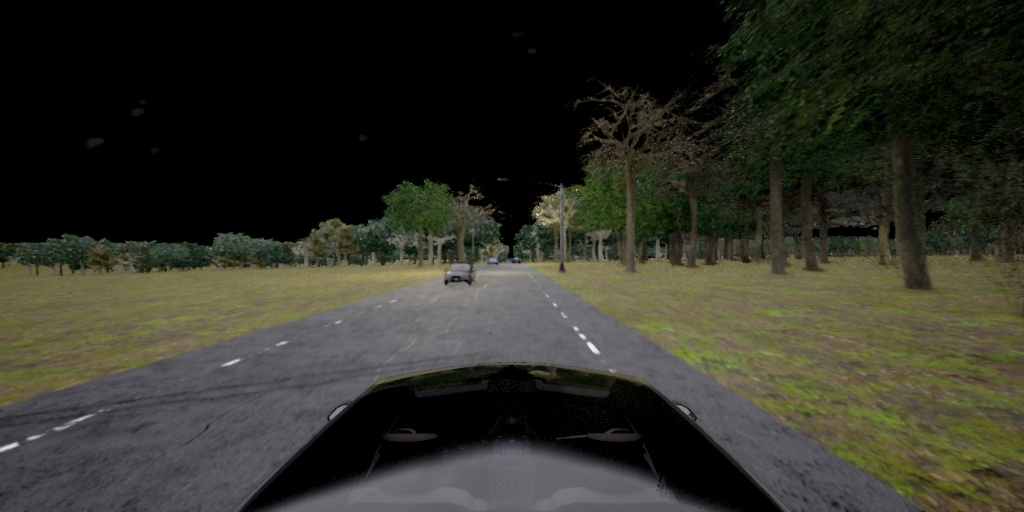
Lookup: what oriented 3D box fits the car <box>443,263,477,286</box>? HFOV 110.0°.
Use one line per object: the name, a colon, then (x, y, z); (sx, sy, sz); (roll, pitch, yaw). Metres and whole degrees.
car: (-3.573, 1.235, 25.321); (1.837, 1.490, 4.892); (0, 0, 0)
